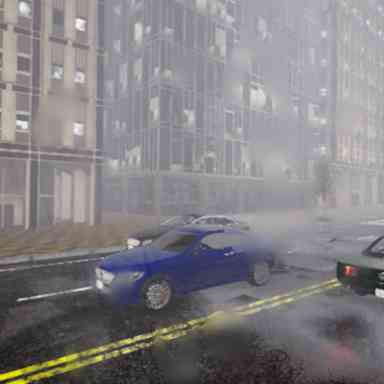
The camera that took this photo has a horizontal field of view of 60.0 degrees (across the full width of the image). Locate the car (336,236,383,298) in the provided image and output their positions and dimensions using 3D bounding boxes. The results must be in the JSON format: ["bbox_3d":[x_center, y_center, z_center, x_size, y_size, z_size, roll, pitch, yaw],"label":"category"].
[{"bbox_3d":[5.321,1.603,7.504,4.718,1.301,1.895,0,0,-38],"label":"car"}]

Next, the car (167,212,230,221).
[{"bbox_3d":[0.056,1.504,11.889,4.902,1.511,2.128,0,0,-37],"label":"car"}]

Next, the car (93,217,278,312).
[{"bbox_3d":[0.078,1.535,7.846,4.674,1.442,1.812,0,0,-37],"label":"car"}]
